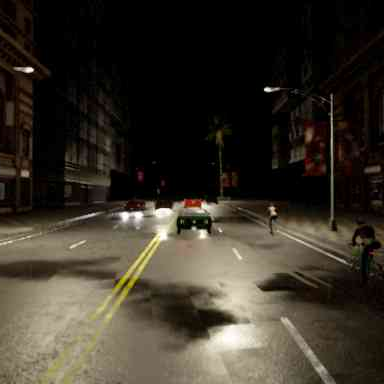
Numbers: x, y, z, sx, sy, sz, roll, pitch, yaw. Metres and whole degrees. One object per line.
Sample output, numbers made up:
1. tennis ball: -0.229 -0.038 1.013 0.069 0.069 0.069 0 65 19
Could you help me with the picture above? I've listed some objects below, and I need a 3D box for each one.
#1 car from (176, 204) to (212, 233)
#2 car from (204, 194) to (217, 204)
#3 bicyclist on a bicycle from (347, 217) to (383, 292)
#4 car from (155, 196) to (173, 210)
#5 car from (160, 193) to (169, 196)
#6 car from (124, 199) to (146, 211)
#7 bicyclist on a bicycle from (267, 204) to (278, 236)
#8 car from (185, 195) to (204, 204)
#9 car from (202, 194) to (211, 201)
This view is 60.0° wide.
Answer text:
1. car: 0.116 1.574 19.375 1.895 1.301 4.718 0 0 0
2. car: 3.398 1.340 58.895 1.837 1.490 4.892 0 0 0
3. bicyclist on a bicycle: 4.152 1.448 8.009 0.582 1.620 1.656 0 0 0
4. car: -3.308 1.463 40.119 1.994 1.385 4.181 0 0 0
5. car: -6.435 0.891 78.854 1.882 1.535 5.008 0 0 0
6. car: -6.563 1.507 38.383 1.895 1.301 4.718 0 0 0
7. bicyclist on a bicycle: 4.159 1.432 17.228 0.582 1.620 1.656 0 0 0
8. car: 0.134 1.245 41.891 2.097 1.767 4.553 0 0 0
9. car: 3.315 1.280 78.617 1.882 1.535 5.008 0 0 0
